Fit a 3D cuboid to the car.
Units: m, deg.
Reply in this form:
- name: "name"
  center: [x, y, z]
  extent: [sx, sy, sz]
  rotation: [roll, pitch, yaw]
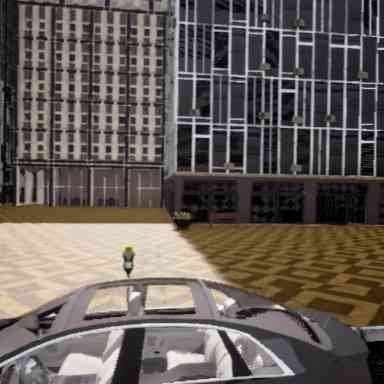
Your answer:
- name: "car"
  center: [-0.694, 1.511, 2.838]
  extent: [4.403, 1.369, 2.008]
  rotation: [1, 1, -6]
